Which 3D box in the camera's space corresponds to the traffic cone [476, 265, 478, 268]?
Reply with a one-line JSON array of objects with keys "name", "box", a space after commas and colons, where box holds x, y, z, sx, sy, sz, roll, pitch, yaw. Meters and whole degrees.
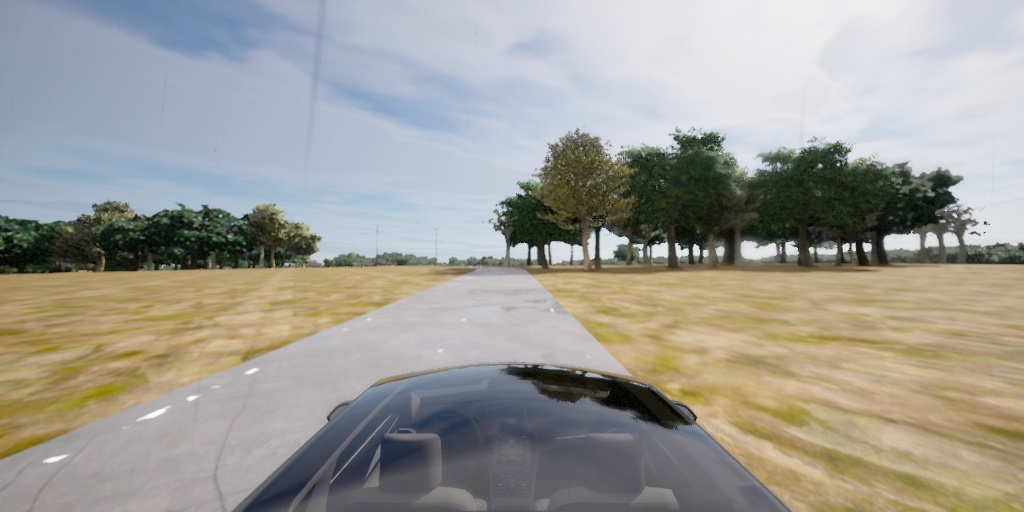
[{"name": "traffic cone", "box": [-6.055, 1.775, 62.332, 0.340, 0.580, 0.340, 0, 0, -17]}]

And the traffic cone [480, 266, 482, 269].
[{"name": "traffic cone", "box": [-4.955, 1.755, 57.740, 0.340, 0.580, 0.340, 0, 0, -10]}]
